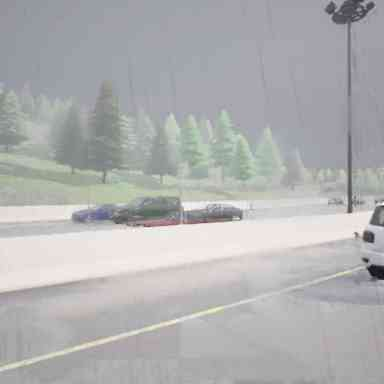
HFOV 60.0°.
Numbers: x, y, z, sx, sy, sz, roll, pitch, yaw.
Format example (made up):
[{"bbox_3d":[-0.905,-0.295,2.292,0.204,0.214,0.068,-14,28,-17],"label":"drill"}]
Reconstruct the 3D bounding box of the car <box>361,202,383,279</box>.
[{"bbox_3d":[6.675,1.234,8.972,5.566,2.045,2.150,0,0,-39],"label":"car"}]

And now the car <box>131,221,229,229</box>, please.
[{"bbox_3d":[-0.613,1.649,16.720,4.718,1.301,1.895,0,0,-38],"label":"car"}]
